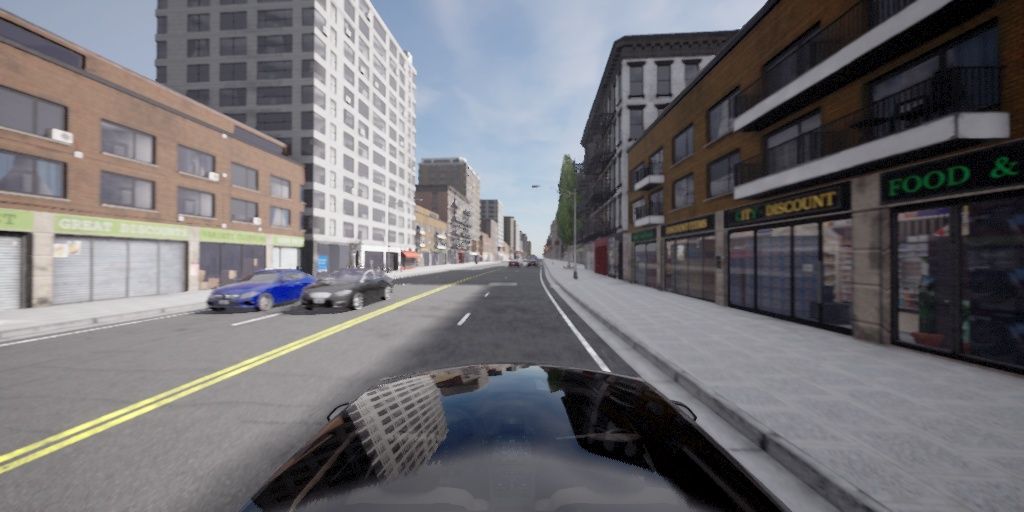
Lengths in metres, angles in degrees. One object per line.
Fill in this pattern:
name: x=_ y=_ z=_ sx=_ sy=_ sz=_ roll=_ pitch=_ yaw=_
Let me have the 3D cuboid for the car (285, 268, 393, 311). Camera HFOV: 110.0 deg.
car: x=-6.374 y=1.241 z=14.435 sx=2.128 sy=1.511 sz=4.902 roll=0 pitch=0 yaw=2

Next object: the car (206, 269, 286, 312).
car: x=-9.628 y=1.272 z=14.387 sx=1.812 sy=1.442 sz=4.674 roll=0 pitch=0 yaw=2
